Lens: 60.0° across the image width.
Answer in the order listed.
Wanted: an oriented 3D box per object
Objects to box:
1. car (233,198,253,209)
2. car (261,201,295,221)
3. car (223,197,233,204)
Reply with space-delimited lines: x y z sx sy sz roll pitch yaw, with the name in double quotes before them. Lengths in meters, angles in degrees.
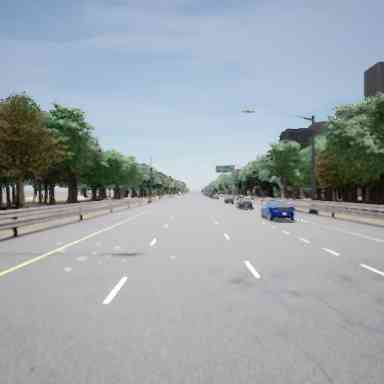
"car" 7.103 1.589 45.440 1.812 1.442 4.674 0 0 0
"car" 7.036 1.522 27.724 1.882 1.535 5.008 0 0 0
"car" 7.221 1.614 65.412 1.812 1.442 4.674 0 0 0
